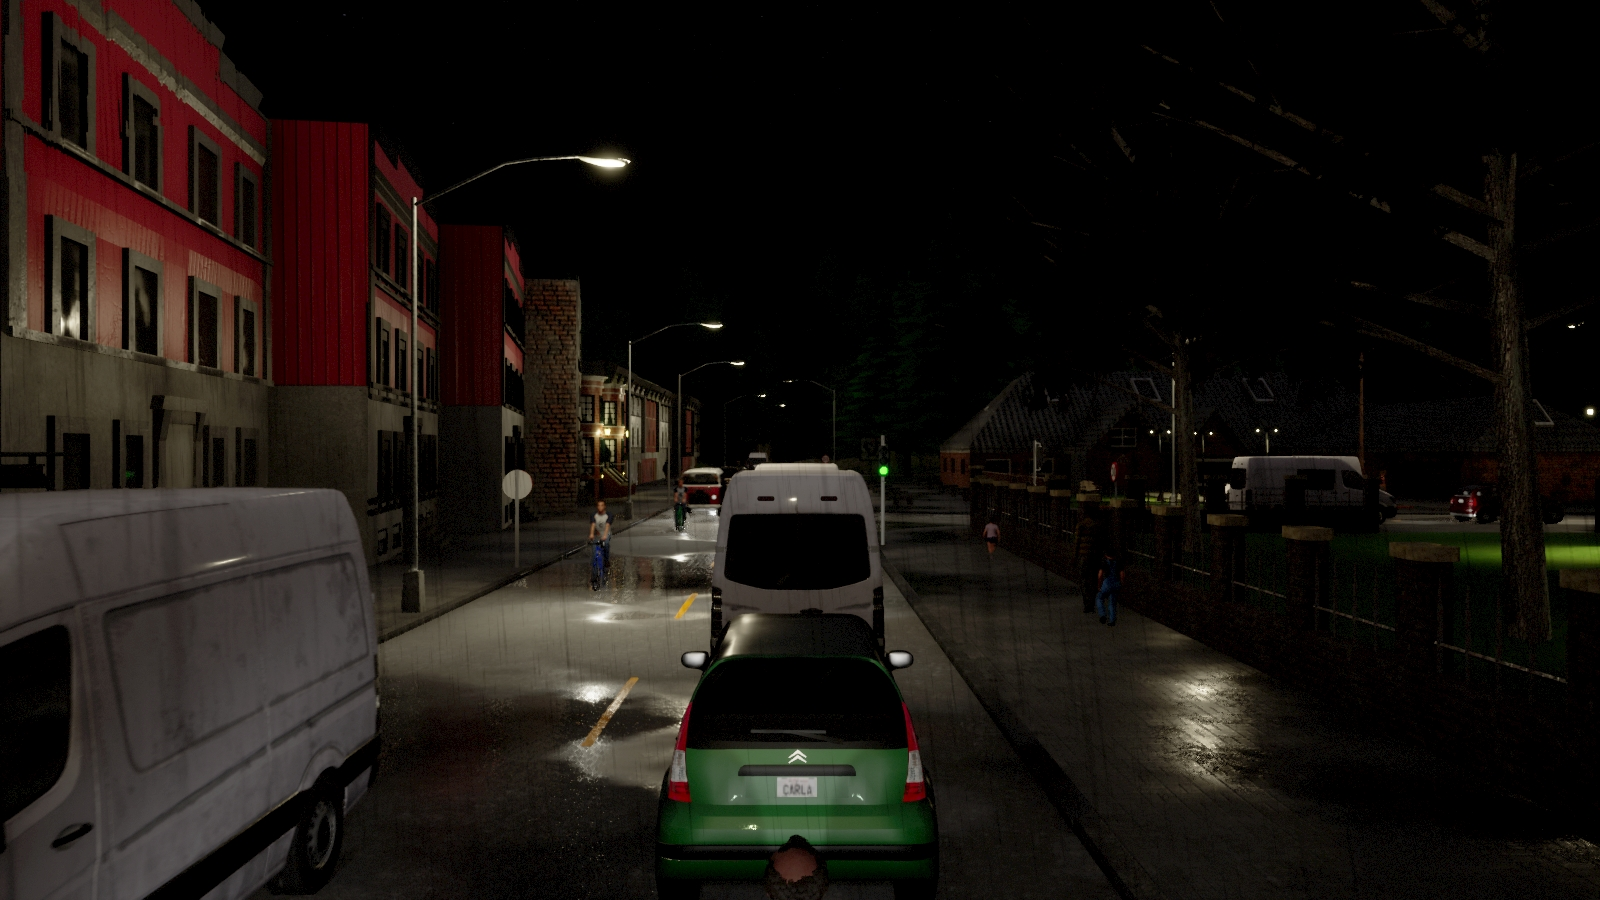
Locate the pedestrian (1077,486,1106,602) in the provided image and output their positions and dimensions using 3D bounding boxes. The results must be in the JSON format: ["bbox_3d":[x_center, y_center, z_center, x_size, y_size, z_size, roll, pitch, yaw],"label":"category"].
[{"bbox_3d":[4.765,1.525,18.676,0.375,1.860,0.375,0,0,0],"label":"pedestrian"}]

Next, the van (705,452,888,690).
[{"bbox_3d":[-0.048,1.314,15.312,1.988,2.561,5.915,0,0,0],"label":"van"}]

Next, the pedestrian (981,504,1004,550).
[{"bbox_3d":[4.745,1.904,28.180,0.500,1.100,0.500,0,0,-1],"label":"pedestrian"}]

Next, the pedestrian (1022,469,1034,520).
[{"bbox_3d":[8.316,1.629,41.680,0.375,1.860,0.375,0,0,-4],"label":"pedestrian"}]

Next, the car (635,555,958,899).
[{"bbox_3d":[-0.023,1.779,8.527,1.851,1.617,3.988,0,0,0],"label":"car"}]

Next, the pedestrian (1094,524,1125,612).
[{"bbox_3d":[4.755,1.805,17.540,0.375,1.300,0.375,0,0,1],"label":"pedestrian"}]

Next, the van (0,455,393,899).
[{"bbox_3d":[-4.027,1.315,5.570,1.988,2.561,5.915,0,0,0],"label":"van"}]

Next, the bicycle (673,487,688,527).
[{"bbox_3d":[-4.091,1.936,39.159,0.373,1.296,1.643,0,0,0],"label":"bicycle"}]

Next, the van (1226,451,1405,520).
[{"bbox_3d":[19.552,1.314,43.543,5.915,2.561,1.988,0,0,1],"label":"van"}]

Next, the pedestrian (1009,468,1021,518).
[{"bbox_3d":[8.111,1.629,43.115,0.375,1.860,0.375,0,0,-5],"label":"pedestrian"}]
